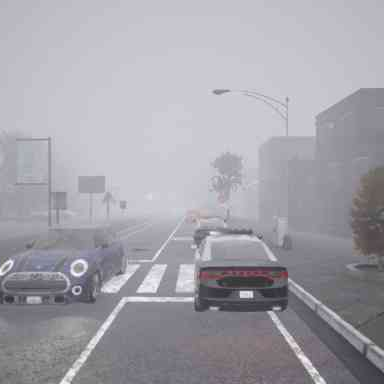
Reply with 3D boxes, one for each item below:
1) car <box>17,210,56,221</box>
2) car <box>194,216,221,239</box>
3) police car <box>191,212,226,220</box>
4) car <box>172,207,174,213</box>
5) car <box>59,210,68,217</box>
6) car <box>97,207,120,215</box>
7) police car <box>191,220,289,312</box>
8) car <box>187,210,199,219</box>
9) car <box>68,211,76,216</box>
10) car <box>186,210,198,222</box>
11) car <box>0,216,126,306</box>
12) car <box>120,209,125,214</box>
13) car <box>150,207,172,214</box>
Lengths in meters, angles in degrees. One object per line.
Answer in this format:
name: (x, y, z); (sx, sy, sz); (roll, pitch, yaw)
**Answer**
car: (-21.772, 3.396, 46.155); (4.674, 1.452, 2.002); (0, -2, 0)
car: (1.061, 2.527, 24.543); (1.812, 1.442, 4.674); (0, -2, 0)
police car: (1.034, 2.179, 18.658); (1.930, 1.638, 5.238); (0, -2, 0)
car: (-8.496, 4.963, 89.810); (5.566, 2.045, 2.435); (0, -3, 0)
car: (-21.753, 3.495, 49.430); (4.892, 1.521, 2.231); (0, -2, 0)
car: (-21.570, 4.964, 84.306); (5.008, 1.535, 2.097); (0, -2, 0)
police car: (0.998, 1.766, 8.656); (1.930, 1.638, 5.238); (0, -2, 0)
car: (0.245, 4.032, 60.089); (2.033, 1.411, 5.357); (0, -2, 0)
car: (-21.747, 3.631, 52.700); (5.008, 1.535, 2.097); (0, -2, 0)
car: (0.204, 3.277, 46.658); (2.097, 1.767, 4.553); (0, -2, 1)
car: (-3.223, 1.707, 9.066); (2.097, 1.767, 4.553); (0, -2, 0)
car: (-21.552, 5.218, 89.868); (5.008, 1.535, 2.097); (0, -3, 0)
car: (-8.476, 5.086, 87.000); (4.892, 1.521, 2.231); (0, -3, 0)
